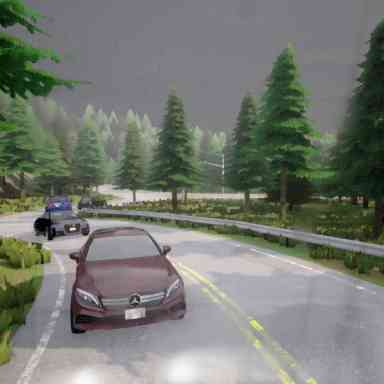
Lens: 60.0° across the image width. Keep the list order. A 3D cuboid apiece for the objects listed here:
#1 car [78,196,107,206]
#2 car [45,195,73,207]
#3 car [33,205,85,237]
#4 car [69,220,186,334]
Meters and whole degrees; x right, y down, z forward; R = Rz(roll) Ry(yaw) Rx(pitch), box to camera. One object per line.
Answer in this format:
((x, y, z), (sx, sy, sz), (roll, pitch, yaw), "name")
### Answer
((-12.708, 1.289, 42.818), (2.097, 1.767, 4.553), (2, 2, 13), "car")
((-12.854, 1.326, 32.229), (2.150, 2.045, 5.566), (-1, 0, -18), "car")
((-7.054, 1.664, 17.795), (1.994, 1.385, 4.181), (-4, 2, -38), "car")
((-1.520, 1.523, 7.077), (1.812, 1.442, 4.674), (-2, 0, -17), "car")
